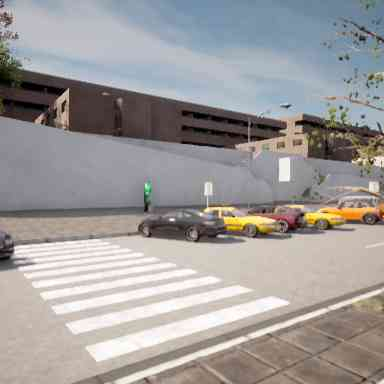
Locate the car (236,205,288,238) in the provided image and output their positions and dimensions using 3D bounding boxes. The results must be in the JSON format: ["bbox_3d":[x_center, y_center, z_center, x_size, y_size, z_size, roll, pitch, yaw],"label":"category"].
[{"bbox_3d":[2.039,1.492,17.867,5.366,1.575,1.946,-1,-1,35],"label":"car"}]

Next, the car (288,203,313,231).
[{"bbox_3d":[4.289,1.540,19.714,4.792,1.488,2.163,-1,-1,35],"label":"car"}]

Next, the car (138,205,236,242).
[{"bbox_3d":[-0.542,1.528,16.236,4.674,1.452,2.002,-1,-1,35],"label":"car"}]

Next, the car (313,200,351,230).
[{"bbox_3d":[6.899,1.517,21.328,5.366,1.575,1.946,-1,-1,35],"label":"car"}]

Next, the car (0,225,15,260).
[{"bbox_3d":[-7.832,1.476,11.060,4.892,1.521,2.231,-1,-1,34],"label":"car"}]

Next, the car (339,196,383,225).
[{"bbox_3d":[11.628,1.417,24.876,4.553,1.767,2.185,-1,-1,34],"label":"car"}]
